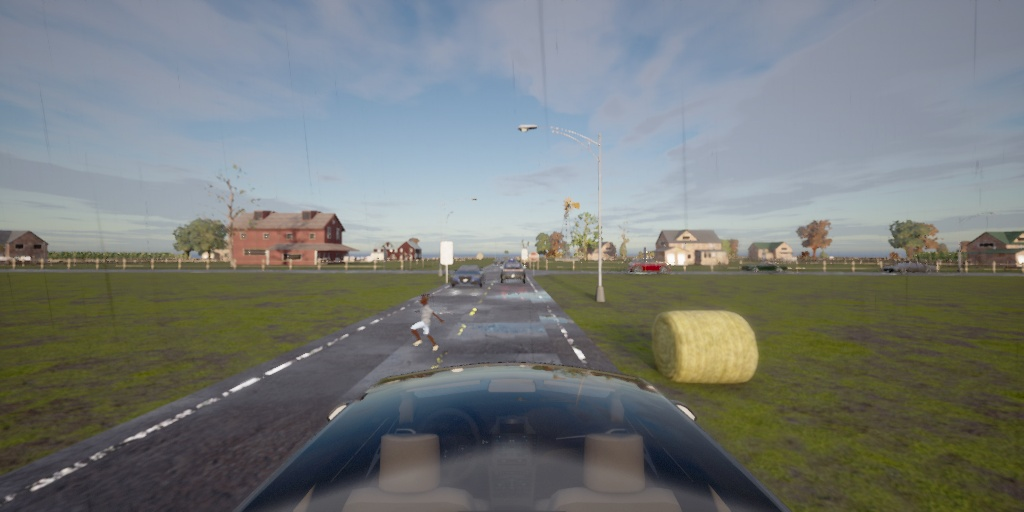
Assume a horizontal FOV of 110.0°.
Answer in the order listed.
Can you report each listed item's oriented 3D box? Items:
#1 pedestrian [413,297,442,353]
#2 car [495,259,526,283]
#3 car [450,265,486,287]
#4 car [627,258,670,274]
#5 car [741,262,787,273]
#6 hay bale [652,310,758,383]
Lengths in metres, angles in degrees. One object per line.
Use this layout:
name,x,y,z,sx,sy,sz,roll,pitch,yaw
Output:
pedestrian,-1.735,1.036,7.377,0.375,1.860,0.375,0,0,4
car,0.078,1.206,27.695,2.128,1.511,4.902,0,0,0
car,-2.830,1.284,23.819,1.994,1.385,4.181,0,0,0
car,15.905,1.106,41.699,4.553,1.767,2.097,0,0,0
car,31.217,1.408,44.535,4.718,1.301,1.895,0,0,1
hay bale,3.123,1.400,5.965,1.220,1.180,1.240,0,0,0
